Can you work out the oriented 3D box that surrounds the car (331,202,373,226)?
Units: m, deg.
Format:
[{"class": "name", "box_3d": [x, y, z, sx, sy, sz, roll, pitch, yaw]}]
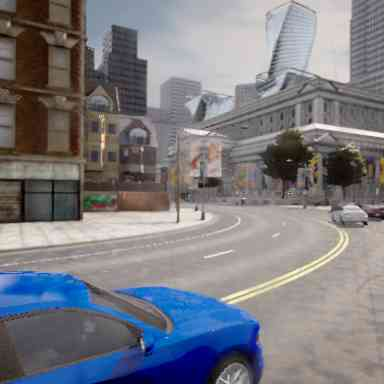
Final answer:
[{"class": "car", "box_3d": [12.515, 1.818, 26.540, 1.812, 1.442, 4.674, 0, -1, 11]}]

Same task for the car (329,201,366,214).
[{"class": "car", "box_3d": [19.540, 1.982, 42.137, 2.002, 1.452, 4.674, 0, 0, -8]}]

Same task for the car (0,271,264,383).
[{"class": "car", "box_3d": [-1.464, 1.492, 2.921, 5.008, 1.535, 1.882, 1, 0, -38]}]

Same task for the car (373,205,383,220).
[{"class": "car", "box_3d": [16.661, 1.886, 31.872, 1.812, 1.442, 4.674, 0, 0, 4]}]
